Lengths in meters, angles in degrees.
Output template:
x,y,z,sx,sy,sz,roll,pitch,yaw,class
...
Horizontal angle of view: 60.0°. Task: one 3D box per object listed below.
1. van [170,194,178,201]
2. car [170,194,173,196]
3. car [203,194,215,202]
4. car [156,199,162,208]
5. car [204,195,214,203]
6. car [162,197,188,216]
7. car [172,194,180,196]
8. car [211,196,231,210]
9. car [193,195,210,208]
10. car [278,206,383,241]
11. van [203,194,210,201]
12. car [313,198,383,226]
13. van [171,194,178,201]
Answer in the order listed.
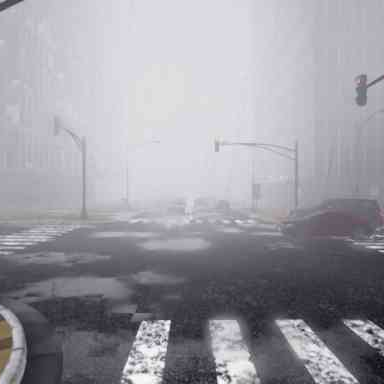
x,y,z,sx,sy,sz,roll,pitch,yaw,class
-4.403,1.316,80.474,1.690,1.788,3.998,0,0,0,van
-4.284,1.560,63.892,1.947,1.339,4.313,0,0,0,car
3.596,1.309,63.948,2.192,1.841,5.009,0,0,0,car
-4.165,1.590,47.309,1.802,1.307,4.206,0,0,0,car
3.556,1.428,69.476,1.967,1.590,4.097,0,0,0,car
-1.599,1.562,33.646,2.033,1.411,5.357,0,0,0,car
-1.742,1.493,55.476,2.128,1.511,4.902,0,0,0,car
3.804,1.576,41.840,1.947,1.339,4.313,0,0,0,car
1.235,1.532,49.261,1.812,1.442,4.674,0,0,0,car
6.779,1.658,17.017,4.674,1.442,1.812,2,0,-3,car
3.477,1.316,80.531,1.690,1.788,3.998,0,0,0,van
8.716,1.391,20.368,5.566,2.045,2.150,2,0,-3,car
-4.443,1.310,86.002,1.690,1.788,3.998,0,0,0,van
